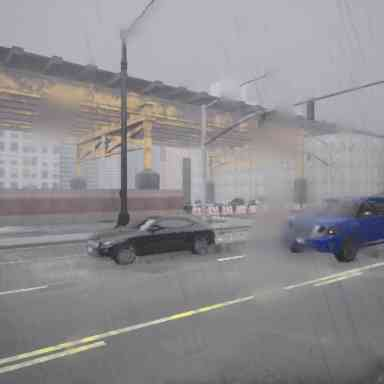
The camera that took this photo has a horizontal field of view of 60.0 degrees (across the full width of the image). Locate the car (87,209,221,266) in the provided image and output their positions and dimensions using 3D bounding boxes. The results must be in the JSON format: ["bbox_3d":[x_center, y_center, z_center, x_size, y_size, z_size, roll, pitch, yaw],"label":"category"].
[{"bbox_3d":[-1.257,1.526,11.684,4.674,1.442,1.812,0,0,-35],"label":"car"}]

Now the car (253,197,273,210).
[{"bbox_3d":[9.138,1.295,41.642,4.536,1.218,1.853,0,0,-7],"label":"car"}]

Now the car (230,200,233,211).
[{"bbox_3d":[1.524,1.453,35.216,4.974,1.542,2.038,0,0,8],"label":"car"}]

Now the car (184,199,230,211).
[{"bbox_3d":[1.472,1.295,35.224,4.536,1.218,1.853,0,0,8],"label":"car"}]

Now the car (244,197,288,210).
[{"bbox_3d":[9.189,1.453,41.649,4.974,1.542,2.038,0,0,-7],"label":"car"}]

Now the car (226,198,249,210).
[{"bbox_3d":[5.289,1.295,37.945,1.853,1.218,4.536,0,0,18],"label":"car"}]

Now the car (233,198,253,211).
[{"bbox_3d":[5.273,1.453,37.895,2.038,1.542,4.974,0,0,18],"label":"car"}]

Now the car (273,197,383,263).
[{"bbox_3d":[5.812,1.222,12.322,5.566,2.045,2.150,0,0,-35],"label":"car"}]

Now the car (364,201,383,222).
[{"bbox_3d":[15.834,1.548,27.227,2.033,1.411,5.357,0,0,40],"label":"car"}]
